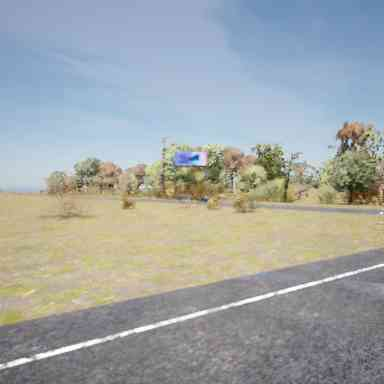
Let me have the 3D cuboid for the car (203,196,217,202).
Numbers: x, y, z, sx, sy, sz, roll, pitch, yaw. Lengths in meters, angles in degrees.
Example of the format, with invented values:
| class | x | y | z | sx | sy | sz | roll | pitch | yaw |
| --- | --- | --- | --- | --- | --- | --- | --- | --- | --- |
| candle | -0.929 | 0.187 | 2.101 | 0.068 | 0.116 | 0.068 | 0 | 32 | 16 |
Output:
| class | x | y | z | sx | sy | sz | roll | pitch | yaw |
| --- | --- | --- | --- | --- | --- | --- | --- | --- | --- |
| car | 3.095 | 1.458 | 64.816 | 1.895 | 1.301 | 4.718 | 0 | 0 | -33 |
